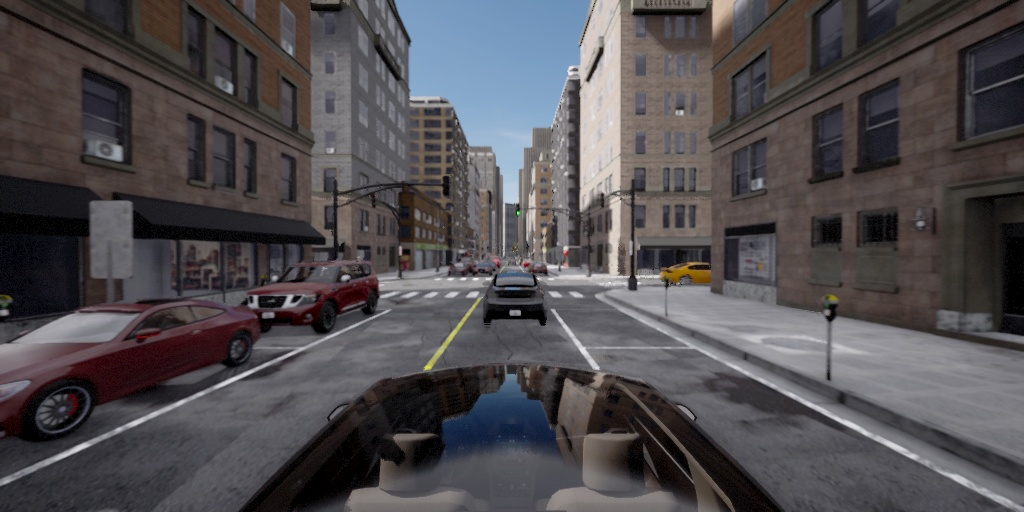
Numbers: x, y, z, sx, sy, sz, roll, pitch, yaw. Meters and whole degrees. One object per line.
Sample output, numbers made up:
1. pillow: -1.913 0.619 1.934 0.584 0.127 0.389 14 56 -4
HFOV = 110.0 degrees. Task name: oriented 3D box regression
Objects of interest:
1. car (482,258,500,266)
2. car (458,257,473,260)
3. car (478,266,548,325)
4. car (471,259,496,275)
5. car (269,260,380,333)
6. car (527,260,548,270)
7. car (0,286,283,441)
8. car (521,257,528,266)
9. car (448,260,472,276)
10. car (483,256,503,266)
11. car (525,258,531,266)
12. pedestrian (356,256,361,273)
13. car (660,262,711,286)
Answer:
1. car: -3.088 1.311 48.715 2.033 1.411 5.357 0 0 0
2. car: -5.665 1.073 43.440 2.192 1.841 5.009 0 0 0
3. car: 0.094 1.252 11.850 1.837 1.490 4.892 0 0 0
4. car: -3.096 1.319 38.288 1.994 1.385 4.181 0 0 0
5. car: -5.668 1.062 10.876 2.192 1.841 5.009 0 0 0
6. car: 2.860 1.336 37.902 1.802 1.307 4.207 0 0 0
7. car: -5.668 1.330 5.294 1.802 1.307 4.207 0 0 0
8. car: 2.862 1.321 60.155 1.888 1.381 4.507 0 0 0
9. car: -5.666 1.336 37.876 1.802 1.307 4.207 0 0 0
10. car: -3.034 0.997 59.185 2.150 2.045 5.566 0 0 0
11. car: 2.860 1.283 43.636 1.751 1.417 4.829 0 0 0
12. pedestrian: -12.543 0.895 29.401 0.375 1.860 0.375 0 1 0
13. car: 12.319 1.153 23.402 5.008 1.535 1.882 0 0 0
